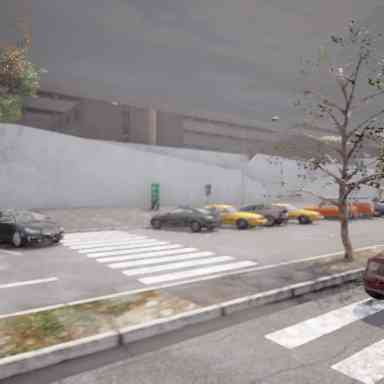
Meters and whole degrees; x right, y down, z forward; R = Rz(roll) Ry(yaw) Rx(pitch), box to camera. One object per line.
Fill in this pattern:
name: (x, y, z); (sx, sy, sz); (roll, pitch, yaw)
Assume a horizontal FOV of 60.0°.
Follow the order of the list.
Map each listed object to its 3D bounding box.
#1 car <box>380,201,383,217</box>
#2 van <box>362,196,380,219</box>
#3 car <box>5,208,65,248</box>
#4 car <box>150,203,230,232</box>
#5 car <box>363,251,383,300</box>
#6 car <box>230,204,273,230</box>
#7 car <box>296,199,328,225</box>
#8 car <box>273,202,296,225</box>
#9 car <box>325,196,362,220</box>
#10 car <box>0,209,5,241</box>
car: (16.607, 1.632, 32.149); (4.674, 1.452, 2.002); (-1, 0, 35)
van: (14.277, 1.364, 30.366); (4.442, 1.987, 1.878); (-1, -1, 35)
car: (-7.688, 1.498, 14.849); (4.892, 1.521, 2.231); (-1, -1, 34)
car: (-0.400, 1.557, 20.027); (4.674, 1.452, 2.002); (-1, -1, 35)
car: (5.471, 1.541, 7.084); (4.674, 1.442, 1.812); (0, 0, -35)
car: (2.181, 1.523, 21.659); (5.366, 1.575, 1.946); (-1, -1, 35)
car: (7.039, 1.553, 25.122); (5.366, 1.575, 1.946); (-1, -1, 35)
car: (4.430, 1.573, 23.507); (4.792, 1.488, 2.163); (-1, -1, 34)
car: (11.767, 1.457, 28.671); (4.553, 1.767, 2.185); (-1, -1, 34)
car: (-10.143, 1.242, 13.122); (5.566, 2.045, 2.435); (-1, -1, 35)
